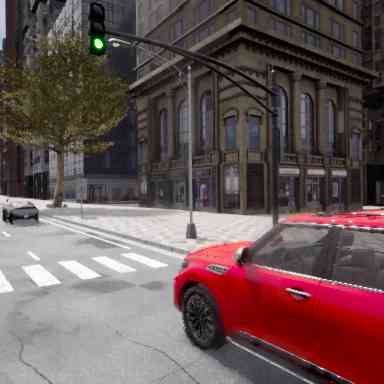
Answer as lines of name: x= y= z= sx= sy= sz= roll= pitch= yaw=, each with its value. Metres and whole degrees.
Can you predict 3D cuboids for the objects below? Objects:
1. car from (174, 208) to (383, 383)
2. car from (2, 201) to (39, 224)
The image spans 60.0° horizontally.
car: x=1.975 y=1.205 z=3.863 sx=2.150 sy=2.045 sz=5.566 roll=-1 pitch=1 yaw=-36
car: x=-12.325 y=1.398 z=23.837 sx=2.128 sy=1.511 sz=4.902 roll=-1 pitch=1 yaw=-36
